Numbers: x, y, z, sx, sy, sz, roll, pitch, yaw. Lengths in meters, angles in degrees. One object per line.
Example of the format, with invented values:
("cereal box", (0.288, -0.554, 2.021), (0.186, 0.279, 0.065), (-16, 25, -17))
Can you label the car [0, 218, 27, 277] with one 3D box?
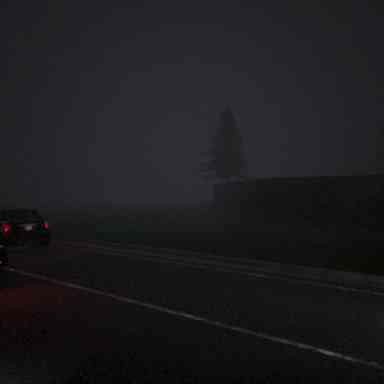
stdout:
("car", (-6.778, 1.538, 8.823), (4.902, 1.511, 2.128), (0, 0, 35))

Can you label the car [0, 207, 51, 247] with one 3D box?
("car", (-8.015, 1.417, 14.008), (4.553, 1.767, 2.097), (0, 0, 35))
